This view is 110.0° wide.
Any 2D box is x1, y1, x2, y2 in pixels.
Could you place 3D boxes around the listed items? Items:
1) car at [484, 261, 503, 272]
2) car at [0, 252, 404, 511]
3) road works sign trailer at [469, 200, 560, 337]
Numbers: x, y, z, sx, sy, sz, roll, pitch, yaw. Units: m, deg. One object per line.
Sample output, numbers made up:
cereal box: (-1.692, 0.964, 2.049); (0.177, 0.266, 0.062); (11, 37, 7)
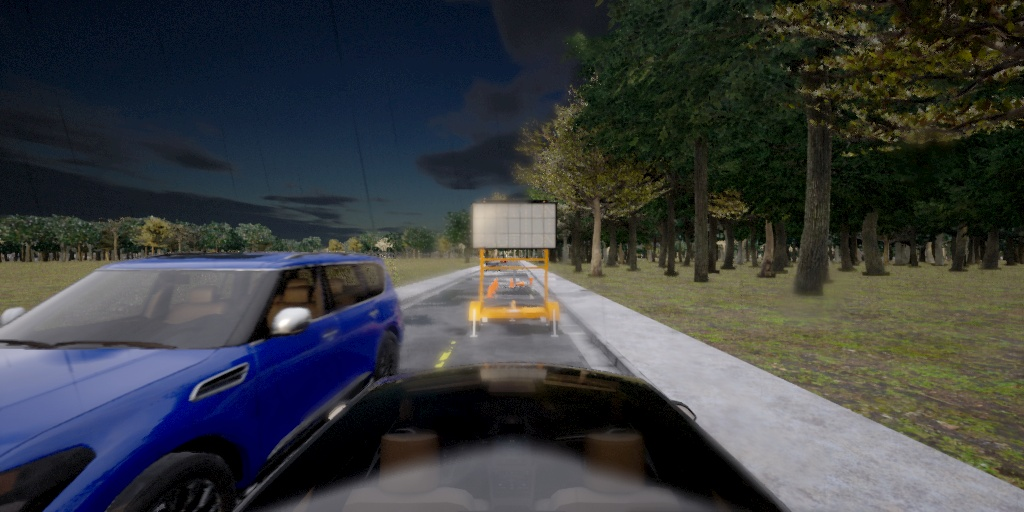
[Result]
car: (-2.533, 1.313, 46.512); (1.994, 1.385, 4.181); (0, 0, 0)
car: (-2.829, 0.971, 3.652); (2.150, 2.045, 5.566); (0, 0, 0)
road works sign trailer: (0.067, 0.214, 10.256); (2.380, 3.560, 2.880); (0, 0, 0)
